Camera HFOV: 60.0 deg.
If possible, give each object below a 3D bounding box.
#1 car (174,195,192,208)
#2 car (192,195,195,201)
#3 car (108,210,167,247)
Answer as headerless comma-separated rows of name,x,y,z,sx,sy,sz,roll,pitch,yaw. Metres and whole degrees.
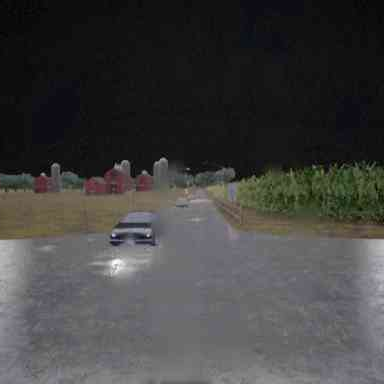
car,-1.338,1.538,46.495,1.837,1.490,4.892,0,2,2
car,-0.298,1.417,82.240,1.994,1.385,4.181,0,0,2
car,-2.258,1.563,15.229,2.033,1.411,5.357,0,0,2
